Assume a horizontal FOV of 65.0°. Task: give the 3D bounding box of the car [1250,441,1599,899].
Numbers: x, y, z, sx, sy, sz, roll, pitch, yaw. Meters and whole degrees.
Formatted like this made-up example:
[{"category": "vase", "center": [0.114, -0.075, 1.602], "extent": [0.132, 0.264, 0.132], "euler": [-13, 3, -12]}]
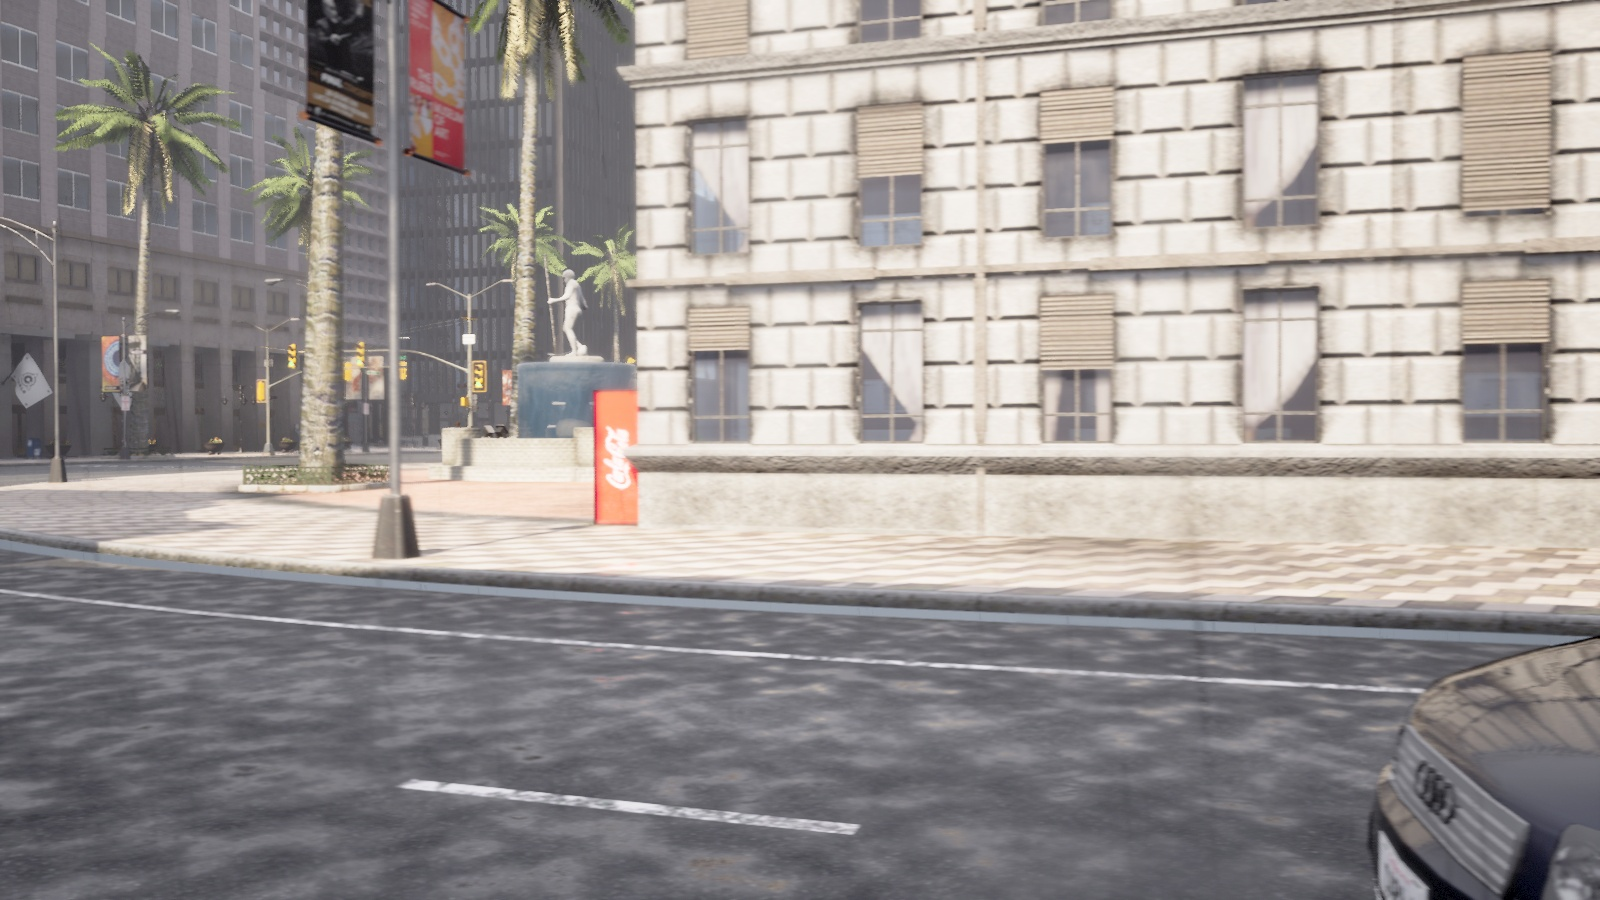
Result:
[{"category": "car", "center": [2.938, 0.778, 2.375], "extent": [3.705, 1.549, 1.789], "euler": [0, 1, 12]}]
